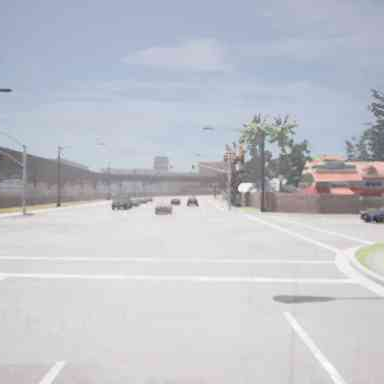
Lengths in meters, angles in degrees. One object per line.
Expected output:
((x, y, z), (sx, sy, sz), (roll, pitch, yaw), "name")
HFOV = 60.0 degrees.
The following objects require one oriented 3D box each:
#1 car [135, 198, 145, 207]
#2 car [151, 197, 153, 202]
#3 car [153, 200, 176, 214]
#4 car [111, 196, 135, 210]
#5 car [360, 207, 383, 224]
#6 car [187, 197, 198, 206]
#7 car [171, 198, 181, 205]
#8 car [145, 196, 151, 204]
((-10.495, 1.923, 60.437), (2.033, 1.411, 5.357), (0, 0, 0), "car")
((-10.493, 1.745, 80.490), (1.812, 1.442, 4.674), (0, 1, 0), "car")
((-3.396, 1.978, 40.926), (1.895, 1.301, 4.718), (0, 0, 0), "car")
((-10.550, 1.612, 50.317), (2.150, 2.045, 5.566), (0, 0, 1), "car")
((16.125, 1.854, 27.260), (4.181, 1.385, 1.994), (0, -1, -2), "car")
((0.106, 1.709, 64.468), (2.097, 1.767, 4.553), (0, 0, 0), "car")
((-3.394, 1.894, 68.804), (1.994, 1.385, 4.181), (0, 0, 0), "car")
((-10.494, 1.873, 70.156), (1.994, 1.385, 4.181), (0, 0, 0), "car")
